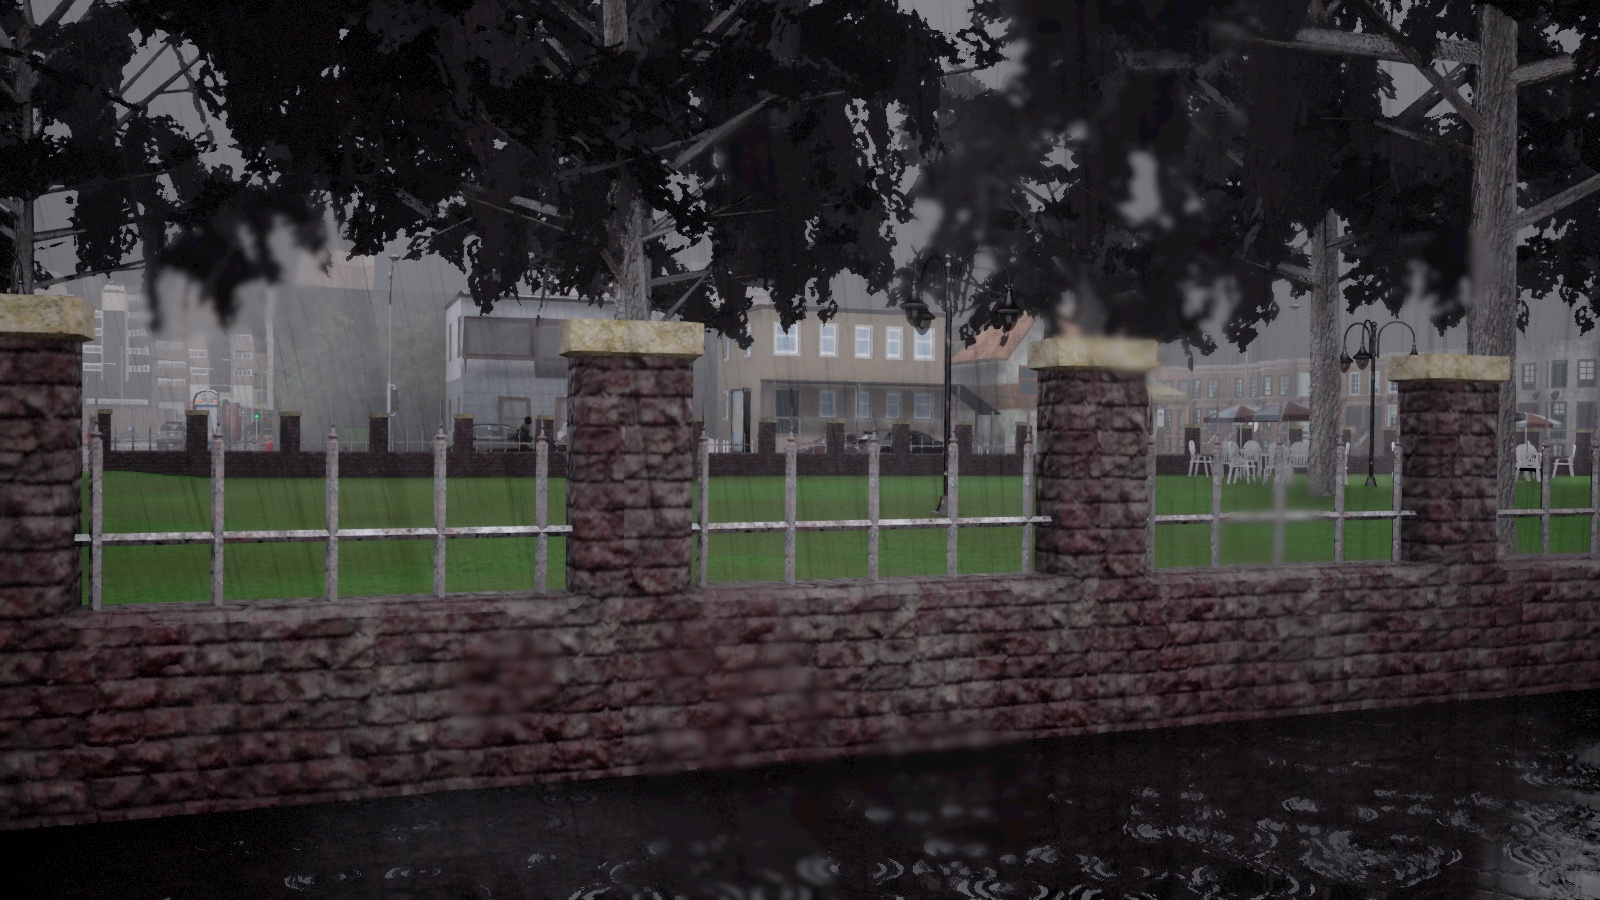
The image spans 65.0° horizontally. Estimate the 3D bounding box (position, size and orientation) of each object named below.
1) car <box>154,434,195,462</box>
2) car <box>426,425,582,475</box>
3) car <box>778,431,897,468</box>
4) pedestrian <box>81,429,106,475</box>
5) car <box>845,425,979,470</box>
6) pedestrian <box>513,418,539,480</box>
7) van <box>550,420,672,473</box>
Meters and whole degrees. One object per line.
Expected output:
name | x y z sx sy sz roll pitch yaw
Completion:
car | -38.264 -0.142 76.911 1.851 1.617 3.988 -1 1 -21
car | -10.366 -0.027 43.983 5.027 1.651 2.152 -1 1 -21
car | 1.576 -0.052 52.808 4.674 1.442 1.812 -1 1 -21
pedestrian | -28.626 0.069 50.883 0.540 1.848 0.694 0 1 36
car | 4.404 -0.126 49.601 4.856 1.649 2.033 -1 1 -21
pedestrian | -8.507 -0.035 38.982 0.692 1.930 0.395 -1 1 -21
van | -7.425 -0.173 49.389 4.442 1.987 1.775 -1 1 -21
